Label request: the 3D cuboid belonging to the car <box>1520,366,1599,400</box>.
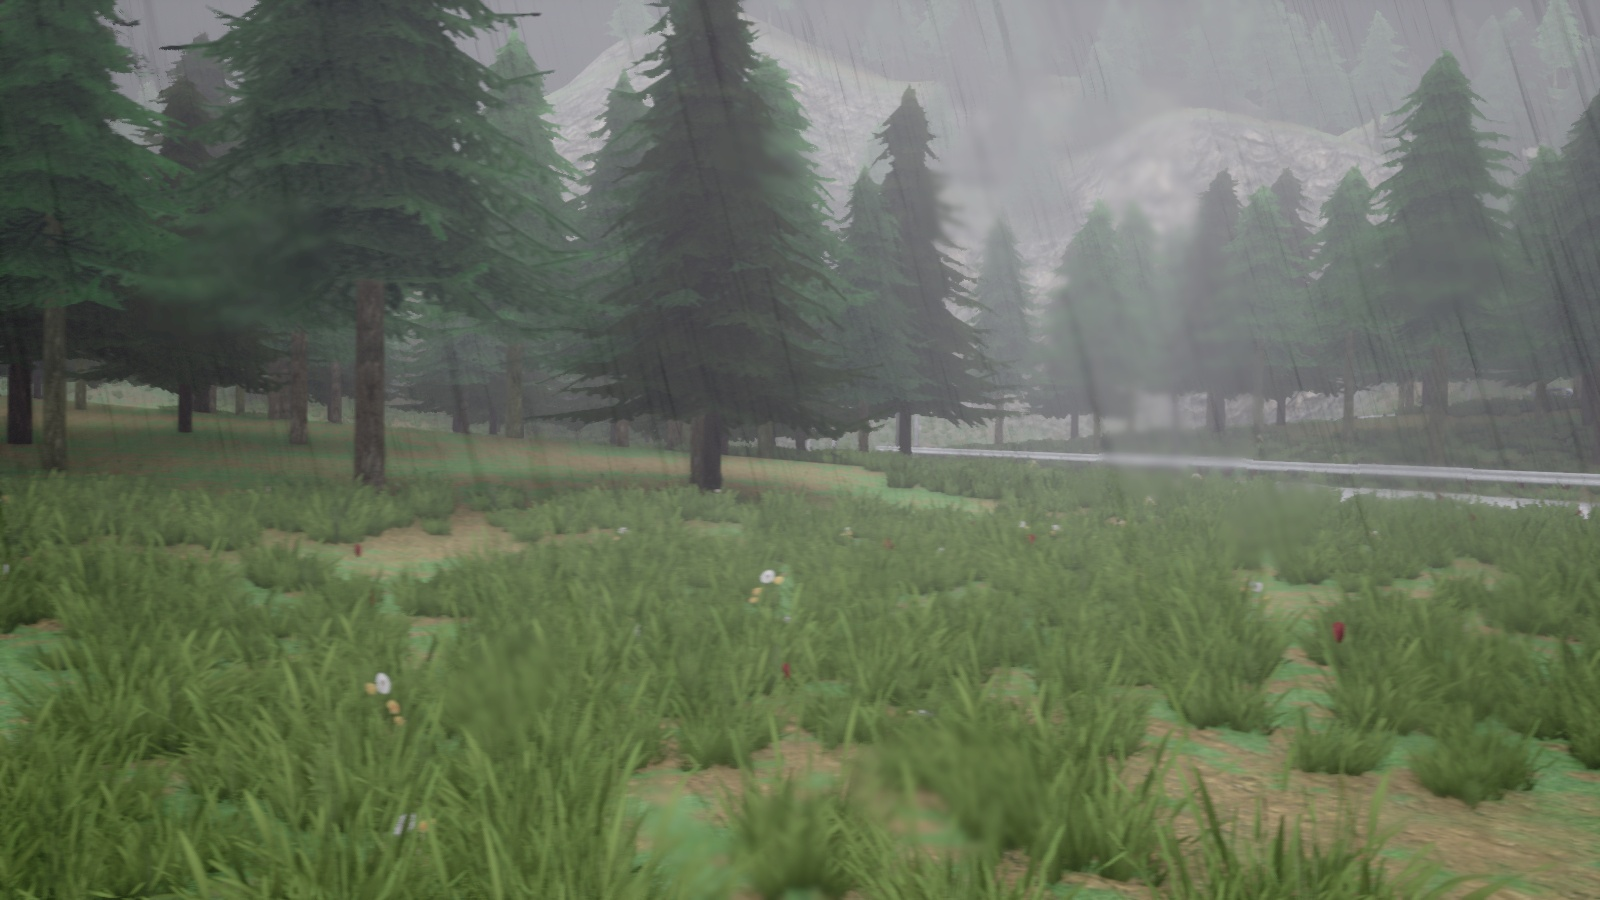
[{"bbox_3d":[43.914,-3.800,71.872,1.816,1.474,4.193,-1,-4,-32],"label":"car"}]
